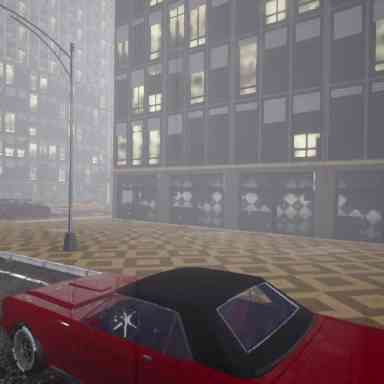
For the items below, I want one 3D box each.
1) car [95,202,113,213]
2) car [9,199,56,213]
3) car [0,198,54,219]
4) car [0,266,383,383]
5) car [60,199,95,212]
[{"bbox_3d":[-8.844,1.829,39.922,1.752,1.417,4.829,1,0,37],"label":"car"},{"bbox_3d":[-19.138,1.642,40.119,1.752,1.417,4.829,1,0,37],"label":"car"},{"bbox_3d":[-15.671,1.519,30.733,2.192,1.841,5.009,1,0,37],"label":"car"},{"bbox_3d":[-0.285,1.600,3.895,4.718,1.301,1.895,0,0,36],"label":"car"},{"bbox_3d":[-14.255,1.677,42.326,1.882,1.535,5.008,1,0,37],"label":"car"}]
